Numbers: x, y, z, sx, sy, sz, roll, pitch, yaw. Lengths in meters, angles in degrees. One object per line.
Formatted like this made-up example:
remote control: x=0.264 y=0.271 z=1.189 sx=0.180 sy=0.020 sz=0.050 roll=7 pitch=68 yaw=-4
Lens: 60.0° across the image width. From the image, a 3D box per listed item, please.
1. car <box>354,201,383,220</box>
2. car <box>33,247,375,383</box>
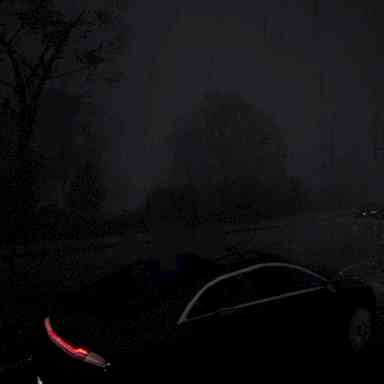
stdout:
car: x=15.474 y=1.560 z=28.729 sx=1.837 sy=1.490 sz=4.892 roll=0 pitch=-1 yaw=40
car: x=0.599 y=1.503 z=4.415 sx=4.902 sy=1.511 sz=2.128 roll=0 pitch=0 yaw=-37
